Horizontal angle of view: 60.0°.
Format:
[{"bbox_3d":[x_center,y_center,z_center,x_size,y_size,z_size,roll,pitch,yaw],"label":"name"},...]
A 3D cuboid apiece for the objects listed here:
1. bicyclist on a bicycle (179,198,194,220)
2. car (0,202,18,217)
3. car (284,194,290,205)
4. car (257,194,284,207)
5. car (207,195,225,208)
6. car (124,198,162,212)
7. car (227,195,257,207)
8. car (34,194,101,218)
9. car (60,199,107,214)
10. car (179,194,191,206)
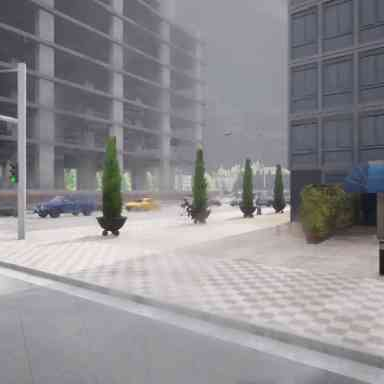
[{"bbox_3d":[-0.367,1.301,25.316,1.656,1.620,0.582,0,0,36],"label":"bicyclist on a bicycle"},{"bbox_3d":[-16.970,1.564,28.775,1.994,1.385,4.181,0,0,36],"label":"car"},{"bbox_3d":[17.127,1.491,57.722,2.128,1.511,4.902,0,0,36],"label":"car"},{"bbox_3d":[11.544,1.491,49.980,2.128,1.511,4.902,0,0,36],"label":"car"},{"bbox_3d":[2.650,1.525,49.902,1.812,1.442,4.674,0,0,36],"label":"car"},{"bbox_3d":[-5.586,1.478,38.553,1.882,1.535,5.008,0,0,36],"label":"car"},{"bbox_3d":[7.626,1.601,50.609,1.895,1.301,4.718,0,0,36],"label":"car"},{"bbox_3d":[-11.455,1.221,30.432,2.150,2.045,5.566,0,0,36],"label":"car"},{"bbox_3d":[-11.692,1.526,36.079,1.812,1.442,4.674,0,0,36],"label":"car"},{"bbox_3d":[0.334,1.223,52.663,2.150,2.045,5.566,0,0,36],"label":"car"}]
